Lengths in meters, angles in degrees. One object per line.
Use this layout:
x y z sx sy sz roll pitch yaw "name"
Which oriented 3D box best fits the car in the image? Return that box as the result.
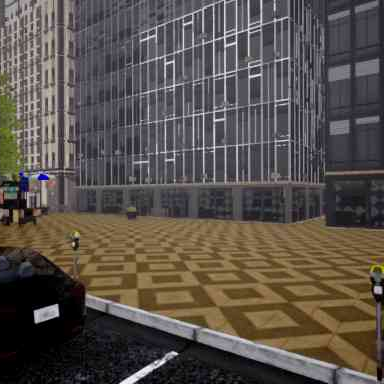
-3.519 1.566 5.398 4.313 1.339 1.947 0 0 36 "car"
